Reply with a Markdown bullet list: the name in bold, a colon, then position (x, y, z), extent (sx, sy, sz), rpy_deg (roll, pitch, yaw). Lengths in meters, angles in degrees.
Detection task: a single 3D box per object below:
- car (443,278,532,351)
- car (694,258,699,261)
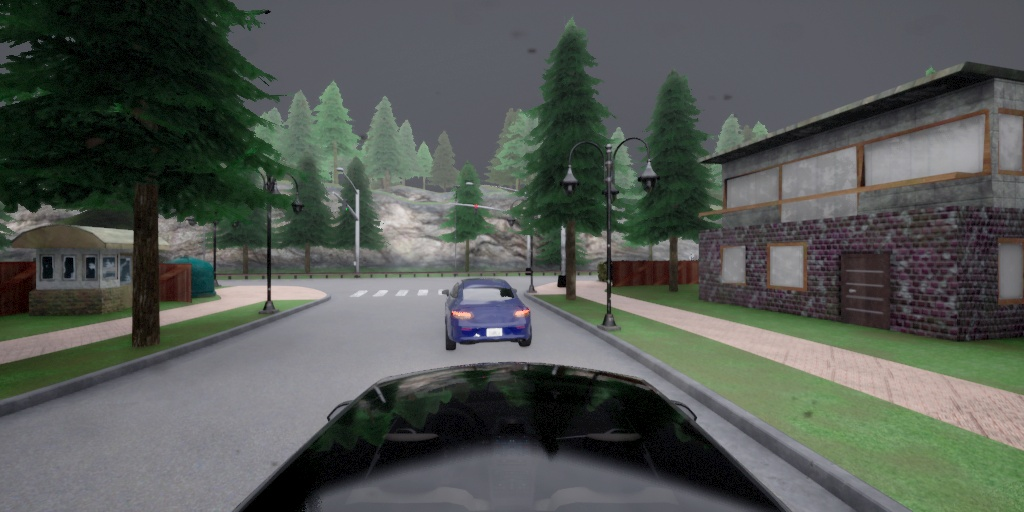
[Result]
- **car**: position (-0.756, 1.275, 9.025), extent (1.812, 1.442, 4.674), rpy_deg (0, 0, -11)
- **car**: position (18.127, 1.117, 30.234), extent (4.674, 1.442, 1.812), rpy_deg (0, 0, -12)
